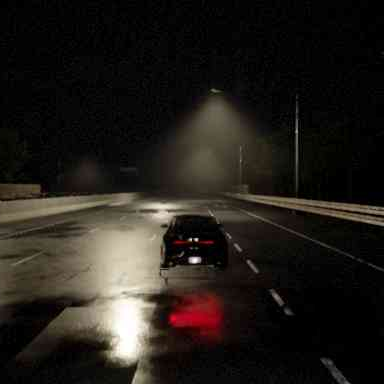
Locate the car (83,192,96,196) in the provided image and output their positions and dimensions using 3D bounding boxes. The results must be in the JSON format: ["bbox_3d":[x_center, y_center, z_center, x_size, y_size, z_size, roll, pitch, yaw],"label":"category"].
[{"bbox_3d":[-21.167,0.841,68.899,1.837,1.490,4.892,0,0,0],"label":"car"}]

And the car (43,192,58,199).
[{"bbox_3d":[-28.161,0.708,67.082,2.097,1.767,4.553,0,0,0],"label":"car"}]

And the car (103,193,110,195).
[{"bbox_3d":[-17.667,0.893,68.912,1.994,1.385,4.181,0,0,0],"label":"car"}]

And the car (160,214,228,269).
[{"bbox_3d":[0.044,1.459,10.669,1.837,1.490,4.892,0,-1,-1],"label":"car"}]

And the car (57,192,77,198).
[{"bbox_3d":[-24.661,0.878,67.065,2.128,1.511,4.902,0,0,0],"label":"car"}]
